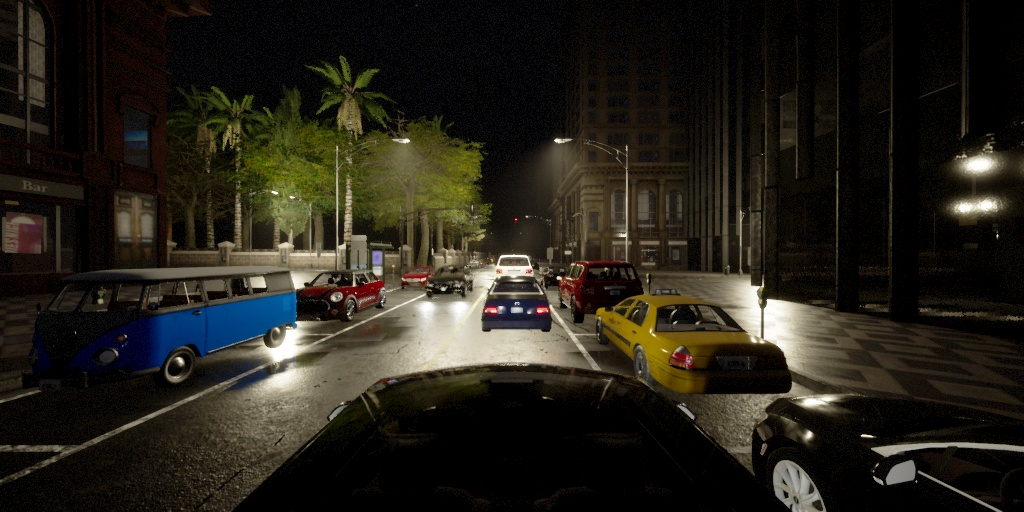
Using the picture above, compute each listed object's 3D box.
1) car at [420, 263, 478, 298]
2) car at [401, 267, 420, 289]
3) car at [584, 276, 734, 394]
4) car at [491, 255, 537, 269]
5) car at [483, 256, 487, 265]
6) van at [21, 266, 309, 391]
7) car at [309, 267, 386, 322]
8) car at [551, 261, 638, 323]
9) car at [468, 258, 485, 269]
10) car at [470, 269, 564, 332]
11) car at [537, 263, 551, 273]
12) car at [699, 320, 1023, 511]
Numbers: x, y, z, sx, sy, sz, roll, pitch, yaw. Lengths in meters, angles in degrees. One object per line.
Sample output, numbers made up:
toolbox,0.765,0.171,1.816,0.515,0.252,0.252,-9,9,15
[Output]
car,-3.041,1.253,18.377,1.837,1.490,4.892,0,0,1
car,-5.752,1.327,22.845,1.802,1.307,4.207,0,0,0
car,2.765,1.275,6.717,1.751,1.417,4.829,0,0,0
car,0.111,0.968,21.365,2.150,2.045,5.566,0,0,0
car,-5.731,1.160,60.125,1.967,1.591,4.097,0,0,0
van,-5.760,1.090,6.566,1.690,1.789,3.998,0,0,0
car,-5.757,1.188,11.993,1.967,1.591,4.097,0,0,0
car,2.768,1.063,11.972,2.192,1.841,5.009,0,0,0
car,-5.734,1.275,54.705,2.007,1.370,4.403,0,0,0
car,0.108,1.296,10.793,2.033,1.411,5.357,0,0,0
car,2.774,1.311,22.823,1.948,1.339,4.313,0,0,0
car,2.762,1.300,1.122,2.007,1.370,4.403,0,0,0
